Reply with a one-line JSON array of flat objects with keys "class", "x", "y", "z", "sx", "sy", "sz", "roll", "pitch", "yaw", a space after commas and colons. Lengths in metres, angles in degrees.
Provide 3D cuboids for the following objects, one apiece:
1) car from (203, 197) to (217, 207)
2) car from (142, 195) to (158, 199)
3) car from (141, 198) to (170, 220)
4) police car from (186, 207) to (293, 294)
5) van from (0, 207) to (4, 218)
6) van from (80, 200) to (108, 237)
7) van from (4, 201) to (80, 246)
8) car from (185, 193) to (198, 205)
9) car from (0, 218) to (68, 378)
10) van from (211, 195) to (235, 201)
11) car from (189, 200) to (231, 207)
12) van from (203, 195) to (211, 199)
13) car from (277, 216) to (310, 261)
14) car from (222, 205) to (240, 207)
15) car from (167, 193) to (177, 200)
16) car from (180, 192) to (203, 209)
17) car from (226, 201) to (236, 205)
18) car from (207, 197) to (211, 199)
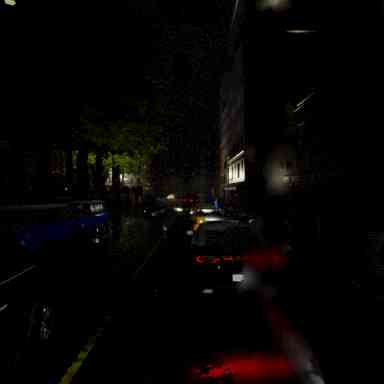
[{"class": "car", "x": 2.792, "y": 1.518, "z": 51.776, "sx": 1.947, "sy": 1.339, "sz": 4.313, "roll": 0, "pitch": 0, "yaw": 0}, {"class": "car", "x": -5.726, "y": 1.276, "z": 46.064, "sx": 2.192, "sy": 1.841, "sz": 5.009, "roll": 0, "pitch": 0, "yaw": 0}, {"class": "car", "x": -3.035, "y": 1.510, "z": 28.370, "sx": 1.812, "sy": 1.442, "sz": 4.674, "roll": 0, "pitch": 0, "yaw": 0}, {"class": "police car", "x": 0.889, "y": 1.423, "z": 8.893, "sx": 1.930, "sy": 1.638, "sz": 5.238, "roll": 0, "pitch": 0, "yaw": 0}, {"class": "van", "x": -5.678, "y": 1.340, "z": 6.459, "sx": 1.690, "sy": 1.788, "sz": 3.998, "roll": 0, "pitch": 0, "yaw": 0}, {"class": "van", "x": -5.692, "y": 1.334, "z": 17.775, "sx": 1.690, "sy": 1.788, "sz": 3.998, "roll": 0, "pitch": 0, "yaw": 0}, {"class": "van", "x": -5.686, "y": 1.338, "z": 12.117, "sx": 1.690, "sy": 1.788, "sz": 3.998, "roll": 0, "pitch": 0, "yaw": 0}, {"class": "car", "x": -0.074, "y": 1.160, "z": 59.370, "sx": 2.150, "sy": 2.045, "sz": 5.566, "roll": 0, "pitch": 0, "yaw": 0}, {"class": "car", "x": -3.103, "y": 1.352, "z": 3.140, "sx": 2.097, "sy": 1.767, "sz": 4.553, "roll": 0, "pitch": 0, "yaw": 0}, {"class": "van", "x": 2.819, "y": 1.324, "z": 29.134, "sx": 1.690, "sy": 1.788, "sz": 3.998, "roll": 0, "pitch": 0, "yaw": 0}, {"class": "car", "x": 0.876, "y": 1.448, "z": 18.973, "sx": 1.801, "sy": 1.575, "sz": 5.366, "roll": 0, "pitch": 0, "yaw": 0}, {"class": "van", "x": 2.798, "y": 1.302, "z": 46.115, "sx": 1.690, "sy": 1.788, "sz": 3.998, "roll": 0, "pitch": 0, "yaw": 0}, {"class": "car", "x": 2.841, "y": 1.541, "z": 12.153, "sx": 1.887, "sy": 1.381, "sz": 4.507, "roll": 0, "pitch": 0, "yaw": 0}, {"class": "car", "x": 2.834, "y": 1.575, "z": 17.813, "sx": 1.802, "sy": 1.307, "sz": 4.206, "roll": 0, "pitch": 0, "yaw": 0}, {"class": "car", "x": -5.781, "y": 1.403, "z": 89.583, "sx": 1.752, "sy": 1.417, "sz": 4.829, "roll": 0, "pitch": 0, "yaw": 0}, {"class": "car", "x": -0.053, "y": 1.185, "z": 44.775, "sx": 2.150, "sy": 2.045, "sz": 5.566, "roll": 0, "pitch": 0, "yaw": 0}, {"class": "car", "x": 2.826, "y": 1.571, "z": 23.474, "sx": 1.802, "sy": 1.307, "sz": 4.206, "roll": 0, "pitch": 0, "yaw": 0}, {"class": "car", "x": 2.813, "y": 1.522, "z": 34.795, "sx": 1.887, "sy": 1.381, "sz": 4.507, "roll": 0, "pitch": 0, "yaw": 0}]
